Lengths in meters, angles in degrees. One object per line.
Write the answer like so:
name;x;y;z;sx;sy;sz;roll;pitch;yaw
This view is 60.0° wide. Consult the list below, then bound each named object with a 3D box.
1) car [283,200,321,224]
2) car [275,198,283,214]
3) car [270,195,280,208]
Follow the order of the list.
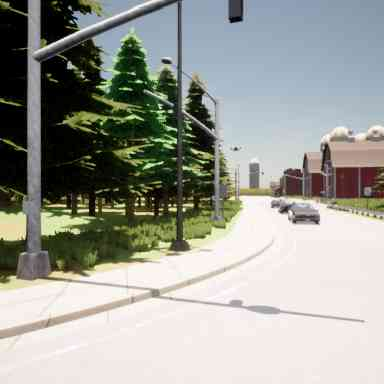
car;8.389;1.546;25.308;2.033;1.411;5.357;0;0;10
car;10.148;1.599;34.983;1.895;1.301;4.718;0;0;10
car;12.057;1.561;46.453;1.994;1.385;4.181;0;0;9
